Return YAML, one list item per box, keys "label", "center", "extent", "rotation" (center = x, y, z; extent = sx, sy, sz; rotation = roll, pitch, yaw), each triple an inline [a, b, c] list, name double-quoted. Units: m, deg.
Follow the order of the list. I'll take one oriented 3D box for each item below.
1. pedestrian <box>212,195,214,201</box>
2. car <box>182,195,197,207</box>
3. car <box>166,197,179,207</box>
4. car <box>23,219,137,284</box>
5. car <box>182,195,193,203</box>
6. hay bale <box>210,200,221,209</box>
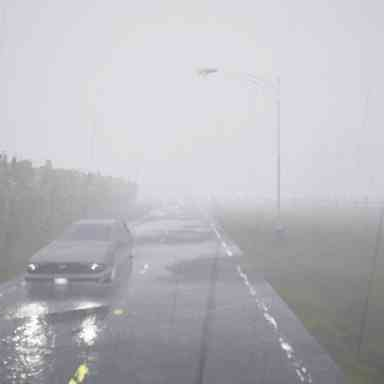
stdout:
- label: "pedestrian"
  center: [2.759, 1.270, 44.264]
  extent: [0.375, 1.860, 0.375]
  rotation: [0, 0, -2]
- label: "car"
  center: [-0.248, 1.596, 52.392]
  extent: [1.895, 1.301, 4.718]
  rotation: [0, 0, -2]
- label: "car"
  center: [-3.100, 1.543, 52.978]
  extent: [2.033, 1.411, 5.357]
  rotation: [0, 0, -1]
- label: "car"
  center: [-2.851, 1.545, 9.867]
  extent: [2.033, 1.411, 5.357]
  rotation: [0, 0, 0]
- label: "car"
  center: [-0.971, 1.450, 68.067]
  extent: [1.837, 1.490, 4.892]
  rotation: [0, 0, -4]
- label: "hay bale"
  center: [3.069, 1.648, 43.446]
  extent: [1.220, 1.180, 1.240]
  rotation: [0, 0, -1]
